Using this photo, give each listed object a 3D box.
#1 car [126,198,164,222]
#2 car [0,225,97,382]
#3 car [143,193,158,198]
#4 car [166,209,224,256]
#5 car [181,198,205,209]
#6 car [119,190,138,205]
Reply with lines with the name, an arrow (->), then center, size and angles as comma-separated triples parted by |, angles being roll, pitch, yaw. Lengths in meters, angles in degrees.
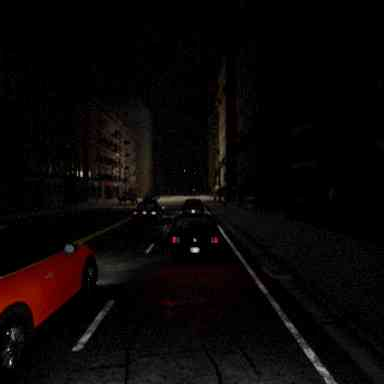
car -> -3.150, 1.408, 24.507 | 2.033, 1.411, 5.357 | 0, 0, 0
car -> -3.159, 1.321, 5.582 | 2.097, 1.767, 4.553 | 0, 0, 0
car -> -6.499, 0.968, 51.511 | 2.097, 1.767, 4.553 | 0, 0, 0
car -> 0.100, 1.531, 12.740 | 1.895, 1.301, 4.718 | 0, 0, 0
car -> 0.100, 1.333, 29.787 | 1.837, 1.490, 4.892 | 0, 0, 0
car -> -9.749, 0.726, 51.450 | 2.150, 2.045, 5.566 | 0, 0, 0
